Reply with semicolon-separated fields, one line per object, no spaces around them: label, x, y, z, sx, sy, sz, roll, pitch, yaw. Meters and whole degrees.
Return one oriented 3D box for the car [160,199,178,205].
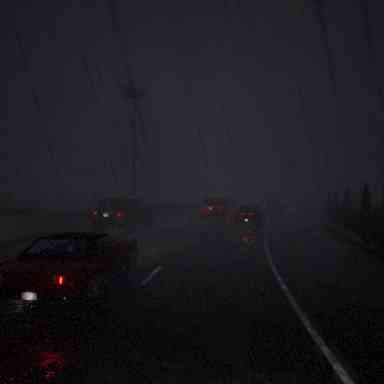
car;-4.282;2.061;61.331;2.128;1.511;4.902;0;-1;22

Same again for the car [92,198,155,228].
car;-4.121;1.405;20.944;2.150;2.045;5.566;0;-1;14

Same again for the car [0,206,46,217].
car;-11.367;1.666;21.311;1.837;1.490;4.892;0;-1;13

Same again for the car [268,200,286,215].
car;10.212;1.773;40.657;2.097;1.767;4.553;0;-1;22

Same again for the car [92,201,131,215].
car;-9.409;1.815;39.194;1.882;1.535;5.008;0;-1;22

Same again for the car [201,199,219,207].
car;3.401;2.038;61.693;1.812;1.442;4.674;0;-1;22

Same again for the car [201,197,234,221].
car;2.498;1.519;30.546;2.150;2.045;5.566;0;-1;20

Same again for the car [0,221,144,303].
car;-2.800;1.671;8.412;1.895;1.301;4.718;0;-1;6

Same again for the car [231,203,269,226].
car;4.599;1.765;25.829;1.837;1.490;4.892;0;-1;18
